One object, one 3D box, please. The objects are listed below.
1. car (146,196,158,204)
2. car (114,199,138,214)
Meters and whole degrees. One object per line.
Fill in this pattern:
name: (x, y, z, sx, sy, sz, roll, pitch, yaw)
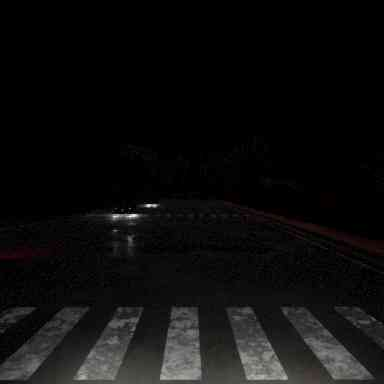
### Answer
car: (-7.469, 1.500, 62.218, 2.128, 1.511, 4.902, 0, 0, -1)
car: (-6.970, 1.554, 35.483, 1.837, 1.490, 4.892, 0, 0, -1)
